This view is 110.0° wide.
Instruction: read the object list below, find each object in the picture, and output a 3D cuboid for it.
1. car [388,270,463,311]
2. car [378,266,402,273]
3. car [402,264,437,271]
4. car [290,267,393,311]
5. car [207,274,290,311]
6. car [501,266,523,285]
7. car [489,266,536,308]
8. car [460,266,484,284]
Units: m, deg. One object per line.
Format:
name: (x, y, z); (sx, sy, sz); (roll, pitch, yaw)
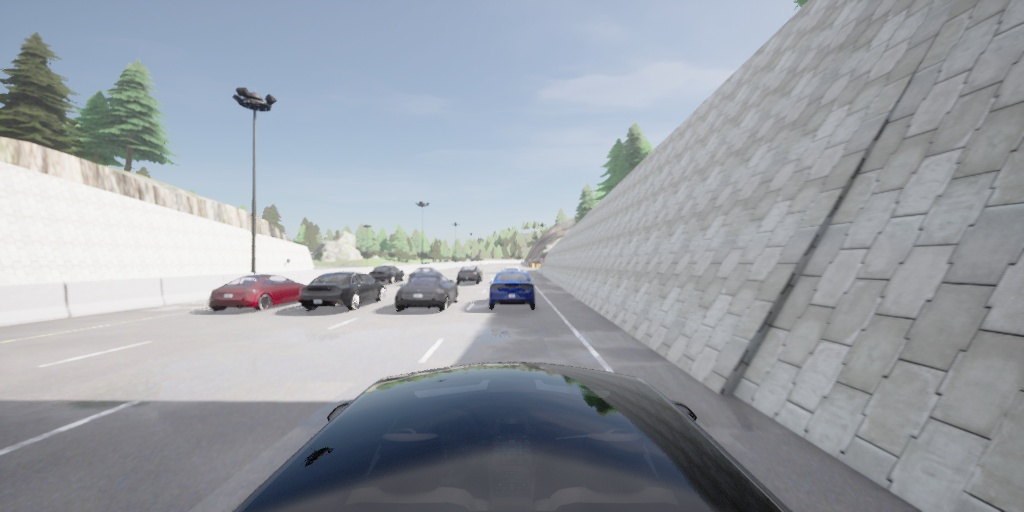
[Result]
car: (-3.484, 1.465, 15.308); (1.994, 1.385, 4.181); (0, -1, 0)
car: (-10.489, 1.574, 30.343); (1.837, 1.490, 4.892); (0, 0, 0)
car: (-6.997, 1.604, 29.369); (2.033, 1.411, 5.357); (0, -1, 0)
car: (-6.986, 1.408, 15.352); (1.837, 1.490, 4.892); (0, 0, 0)
car: (-10.485, 1.465, 15.283); (1.994, 1.385, 4.181); (0, -1, 0)
car: (0.020, 1.597, 30.735); (1.812, 1.442, 4.674); (0, 0, 1)
car: (0.019, 1.387, 16.099); (1.882, 1.535, 5.008); (0, 0, 0)
car: (-3.489, 1.560, 30.349); (2.128, 1.511, 4.902); (0, 0, 0)
